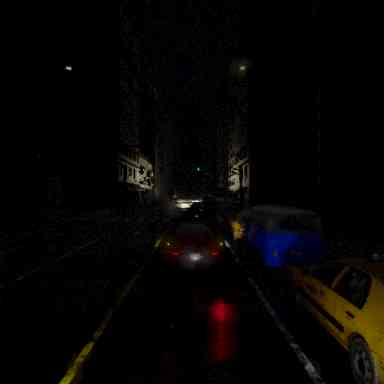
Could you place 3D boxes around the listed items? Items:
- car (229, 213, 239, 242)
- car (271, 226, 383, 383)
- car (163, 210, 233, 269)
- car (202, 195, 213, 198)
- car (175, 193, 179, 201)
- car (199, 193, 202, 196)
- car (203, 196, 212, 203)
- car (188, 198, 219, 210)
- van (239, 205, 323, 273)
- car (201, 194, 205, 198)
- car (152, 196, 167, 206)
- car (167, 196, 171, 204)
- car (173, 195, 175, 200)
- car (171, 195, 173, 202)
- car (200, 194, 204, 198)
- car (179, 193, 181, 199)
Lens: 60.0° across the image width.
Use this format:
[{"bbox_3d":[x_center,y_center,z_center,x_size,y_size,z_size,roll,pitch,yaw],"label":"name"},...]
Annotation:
[{"bbox_3d":[2.685,1.533,16.247,1.752,1.417,4.829,1,0,0],"label":"car"},{"bbox_3d":[2.678,1.528,4.900,1.752,1.417,4.829,1,0,0],"label":"car"},{"bbox_3d":[0.093,1.531,11.001,1.812,1.442,4.674,0,0,0],"label":"car"},{"bbox_3d":[3.024,1.587,53.740,1.947,1.339,4.313,1,0,1],"label":"car"},{"bbox_3d":[-5.056,1.552,86.854,1.752,1.417,4.829,1,0,1],"label":"car"},{"bbox_3d":[3.544,1.577,92.452,2.008,1.369,4.403,1,0,1],"label":"car"},{"bbox_3d":[3.247,1.569,70.331,1.887,1.381,4.507,1,0,1],"label":"car"},{"bbox_3d":[0.952,1.518,26.884,1.837,1.490,4.892,-1,0,14],"label":"car"},{"bbox_3d":[2.683,1.346,10.403,1.690,1.788,3.998,1,0,0],"label":"van"},{"bbox_3d":[3.099,1.567,59.270,1.887,1.381,4.507,1,0,1],"label":"car"},{"bbox_3d":[-5.501,1.604,53.851,1.802,1.307,4.206,1,0,1],"label":"car"},{"bbox_3d":[-5.426,1.589,59.380,1.947,1.339,4.313,1,0,1],"label":"car"},{"bbox_3d":[-5.277,1.570,70.437,1.887,1.381,4.507,1,0,1],"label":"car"},{"bbox_3d":[-5.352,1.575,64.908,2.008,1.369,4.403,1,0,1],"label":"car"},{"bbox_3d":[3.173,1.574,64.801,2.008,1.369,4.403,1,0,1],"label":"car"},{"bbox_3d":[-4.981,1.593,92.553,1.947,1.339,4.313,1,0,1],"label":"car"}]
